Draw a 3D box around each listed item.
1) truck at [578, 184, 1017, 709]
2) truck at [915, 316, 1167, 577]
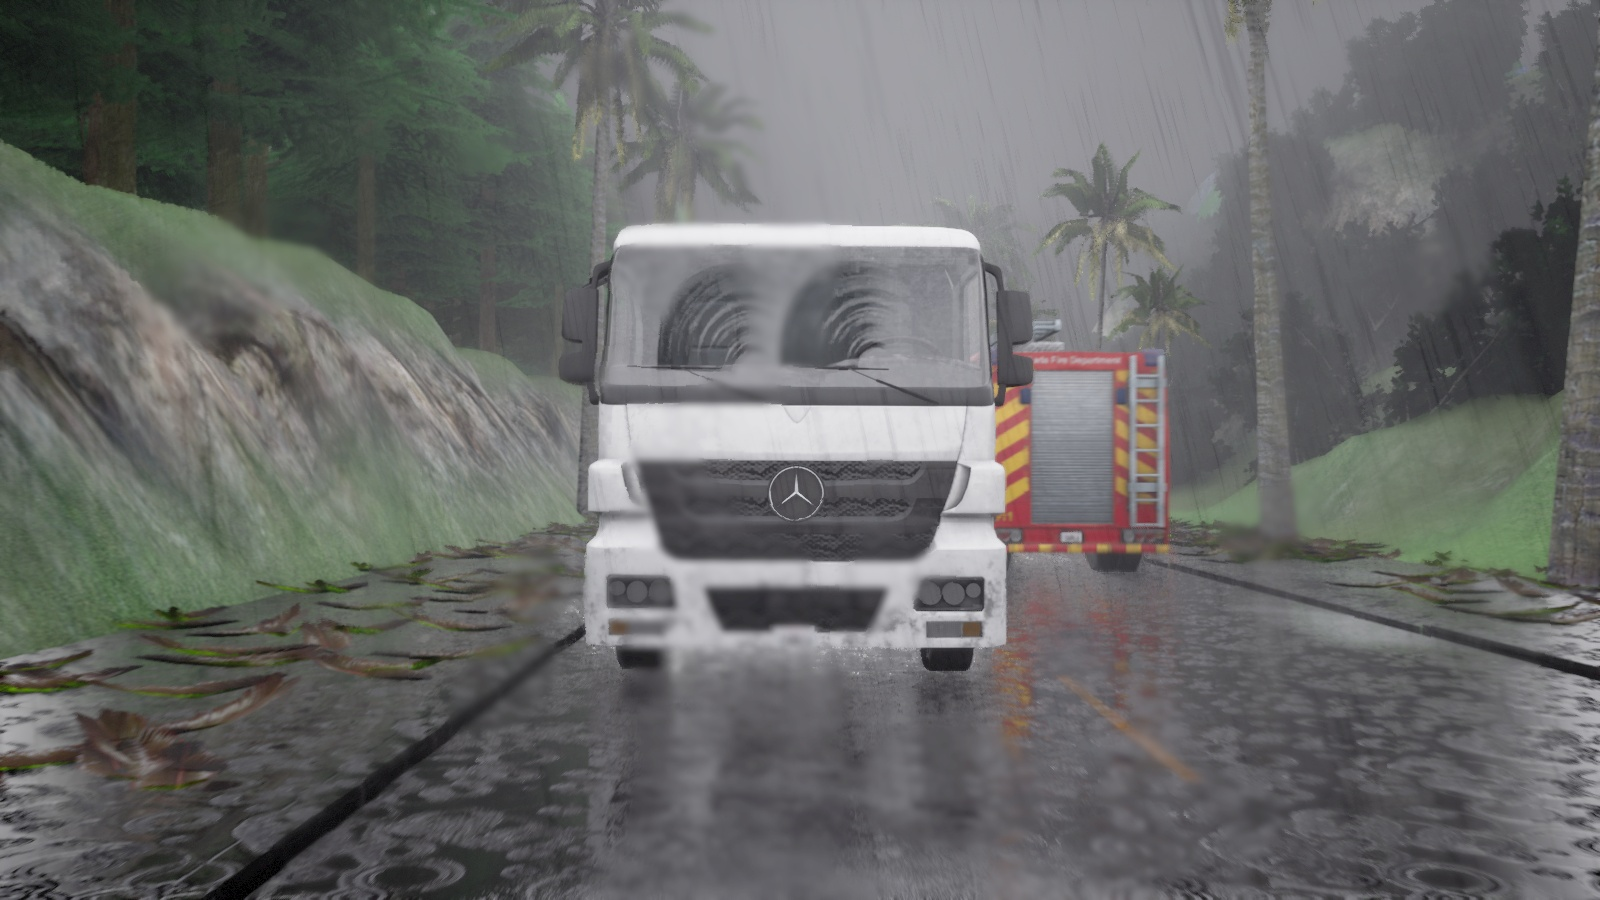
[{"bbox_3d":[-0.030,0.038,12.275,2.891,3.462,7.936,0,-1,0],"label":"truck"},{"bbox_3d":[3.947,0.015,22.762,2.891,3.827,8.468,0,-1,0],"label":"truck"}]
